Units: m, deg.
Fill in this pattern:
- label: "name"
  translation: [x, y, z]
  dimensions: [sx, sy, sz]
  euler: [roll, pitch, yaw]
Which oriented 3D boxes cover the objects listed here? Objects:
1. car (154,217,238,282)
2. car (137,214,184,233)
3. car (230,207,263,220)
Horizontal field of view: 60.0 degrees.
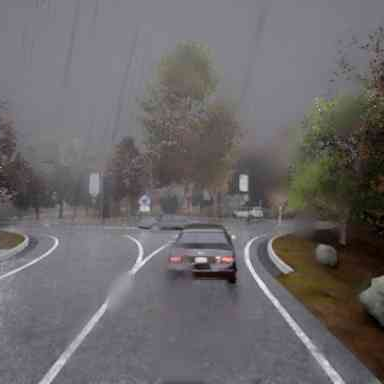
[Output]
- label: "car"
  translation: [0.380, 1.691, 10.196]
  dimensions: [2.033, 1.411, 5.357]
  euler: [0, -2, 4]
- label: "car"
  translation: [-1.442, 2.351, 25.304]
  dimensions: [5.357, 1.411, 2.033]
  euler: [0, -3, -6]
- label: "car"
  translation: [8.757, 3.427, 53.657]
  dimensions: [2.150, 2.045, 5.566]
  euler: [4, -5, -43]
